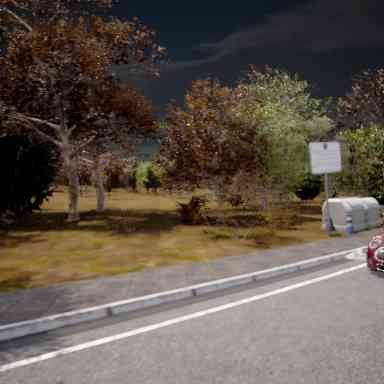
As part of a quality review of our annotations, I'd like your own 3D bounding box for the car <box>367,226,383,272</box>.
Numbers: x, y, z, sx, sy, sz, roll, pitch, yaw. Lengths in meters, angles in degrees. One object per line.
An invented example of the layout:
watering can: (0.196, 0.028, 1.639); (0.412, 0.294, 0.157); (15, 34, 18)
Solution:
car: (6.974, 1.371, 9.750); (4.553, 1.767, 2.097); (0, -1, -41)
